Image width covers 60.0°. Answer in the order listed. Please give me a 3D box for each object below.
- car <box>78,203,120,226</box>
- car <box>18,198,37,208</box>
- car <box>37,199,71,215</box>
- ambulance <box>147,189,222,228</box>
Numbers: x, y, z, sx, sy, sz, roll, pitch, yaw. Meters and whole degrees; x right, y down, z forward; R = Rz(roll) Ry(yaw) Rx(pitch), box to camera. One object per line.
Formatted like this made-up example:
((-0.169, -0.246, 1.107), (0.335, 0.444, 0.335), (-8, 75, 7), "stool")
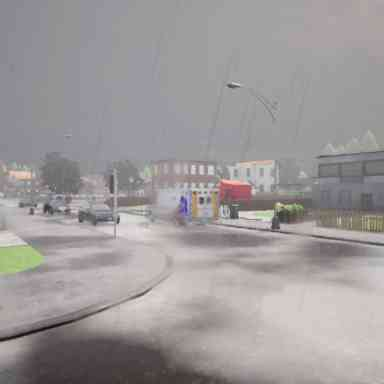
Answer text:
((-6.791, 1.526, 23.927), (1.812, 1.442, 4.674), (0, 0, -36), "car")
((-23.406, 1.566, 47.381), (1.994, 1.385, 4.181), (0, 0, -35), "car")
((-13.710, 1.492, 33.616), (2.128, 1.511, 4.902), (0, 0, -35), "car")
((-0.864, 1.031, 22.640), (2.351, 2.431, 6.366), (0, 0, -35), "ambulance")
